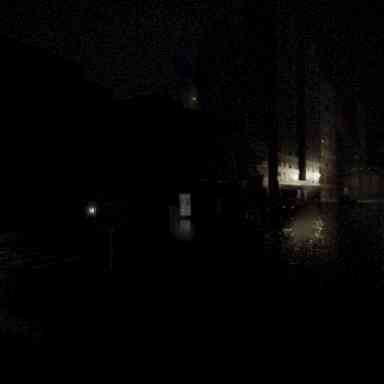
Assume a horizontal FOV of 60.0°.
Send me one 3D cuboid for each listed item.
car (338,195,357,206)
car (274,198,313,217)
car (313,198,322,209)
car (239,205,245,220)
[{"bbox_3d":[24.902,1.319,53.178,2.097,1.767,4.553,-1,0,35],"label":"car"},{"bbox_3d":[9.424,1.367,31.307,2.097,1.767,4.553,-1,-1,35],"label":"car"},{"bbox_3d":[16.633,1.593,46.445,1.994,1.385,4.181,-1,-1,36],"label":"car"},{"bbox_3d":[2.480,1.552,26.601,1.882,1.535,5.008,-1,-1,35],"label":"car"}]
